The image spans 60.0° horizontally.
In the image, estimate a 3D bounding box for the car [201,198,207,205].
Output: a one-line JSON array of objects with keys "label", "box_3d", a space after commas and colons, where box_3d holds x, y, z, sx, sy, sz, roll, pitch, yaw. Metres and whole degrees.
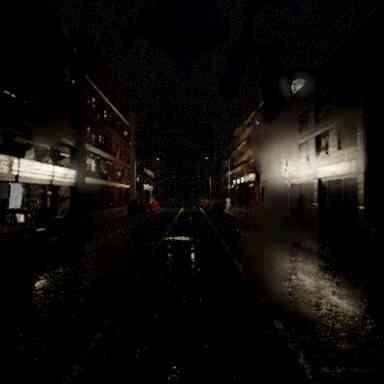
[{"label": "car", "box_3d": [2.627, 1.940, 47.795, 1.887, 1.381, 4.507, 0, 0, 0]}]

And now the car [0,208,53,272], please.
[{"label": "car", "box_3d": [-5.698, 1.391, 8.336, 2.192, 1.841, 5.009, 0, 0, 0]}]

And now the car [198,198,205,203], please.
[{"label": "car", "box_3d": [2.564, 2.287, 93.053, 1.752, 1.417, 4.829, 0, 0, 0]}]

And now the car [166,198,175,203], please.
[{"label": "car", "box_3d": [-5.809, 2.273, 87.238, 2.008, 1.369, 4.403, 0, 0, 0]}]

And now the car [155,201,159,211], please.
[{"label": "car", "box_3d": [-5.746, 1.795, 42.151, 1.967, 1.590, 4.097, 0, 0, 0]}]

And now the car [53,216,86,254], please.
[{"label": "car", "box_3d": [-5.707, 1.705, 13.970, 1.802, 1.307, 4.206, 0, 0, 0]}]

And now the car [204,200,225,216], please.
[{"label": "car", "box_3d": [2.642, 1.829, 36.693, 1.752, 1.417, 4.829, 0, 0, 0]}]

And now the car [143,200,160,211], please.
[{"label": "car", "box_3d": [-5.753, 1.946, 47.787, 1.887, 1.381, 4.507, 0, 0, 0]}]

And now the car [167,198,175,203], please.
[{"label": "car", "box_3d": [-5.817, 2.318, 92.875, 2.008, 1.369, 4.403, 0, 0, 0]}]

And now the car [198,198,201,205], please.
[{"label": "car", "box_3d": [2.596, 2.129, 70.338, 2.008, 1.369, 4.403, 0, 0, 0]}]

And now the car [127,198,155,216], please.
[{"label": "car", "box_3d": [-5.737, 1.624, 36.517, 2.192, 1.841, 5.009, 0, 0, 0]}]
